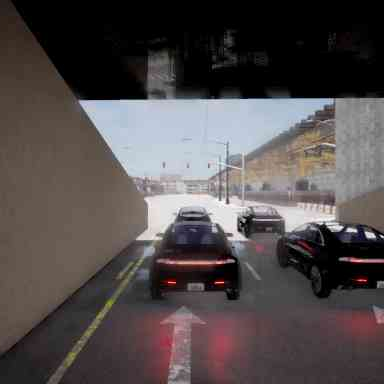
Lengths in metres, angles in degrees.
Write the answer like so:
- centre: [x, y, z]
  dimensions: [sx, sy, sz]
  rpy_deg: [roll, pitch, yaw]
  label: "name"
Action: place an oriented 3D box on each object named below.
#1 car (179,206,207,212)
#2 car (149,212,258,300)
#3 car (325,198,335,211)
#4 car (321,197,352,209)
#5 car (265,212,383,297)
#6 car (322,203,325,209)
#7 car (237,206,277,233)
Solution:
- centre: [0.043, 1.505, 17.515]
  dimensions: [1.837, 1.490, 4.892]
  rpy_deg: [0, 0, 0]
  label: "car"
- centre: [0.064, 1.492, 8.395]
  dimensions: [2.128, 1.511, 4.902]
  rpy_deg: [0, 0, 0]
  label: "car"
- centre: [17.320, 1.453, 35.476]
  dimensions: [2.038, 1.542, 4.974]
  rpy_deg: [0, 0, -35]
  label: "car"
- centre: [17.446, 1.295, 40.120]
  dimensions: [1.853, 1.218, 4.536]
  rpy_deg: [0, 0, 45]
  label: "car"
- centre: [3.561, 1.492, 8.557]
  dimensions: [2.128, 1.511, 4.902]
  rpy_deg: [0, 0, 0]
  label: "car"
- centre: [17.410, 1.453, 40.083]
  dimensions: [2.038, 1.542, 4.974]
  rpy_deg: [0, 0, 45]
  label: "car"
- centre: [3.541, 1.491, 17.690]
  dimensions: [2.128, 1.511, 4.902]
  rpy_deg: [0, 0, 0]
  label: "car"
